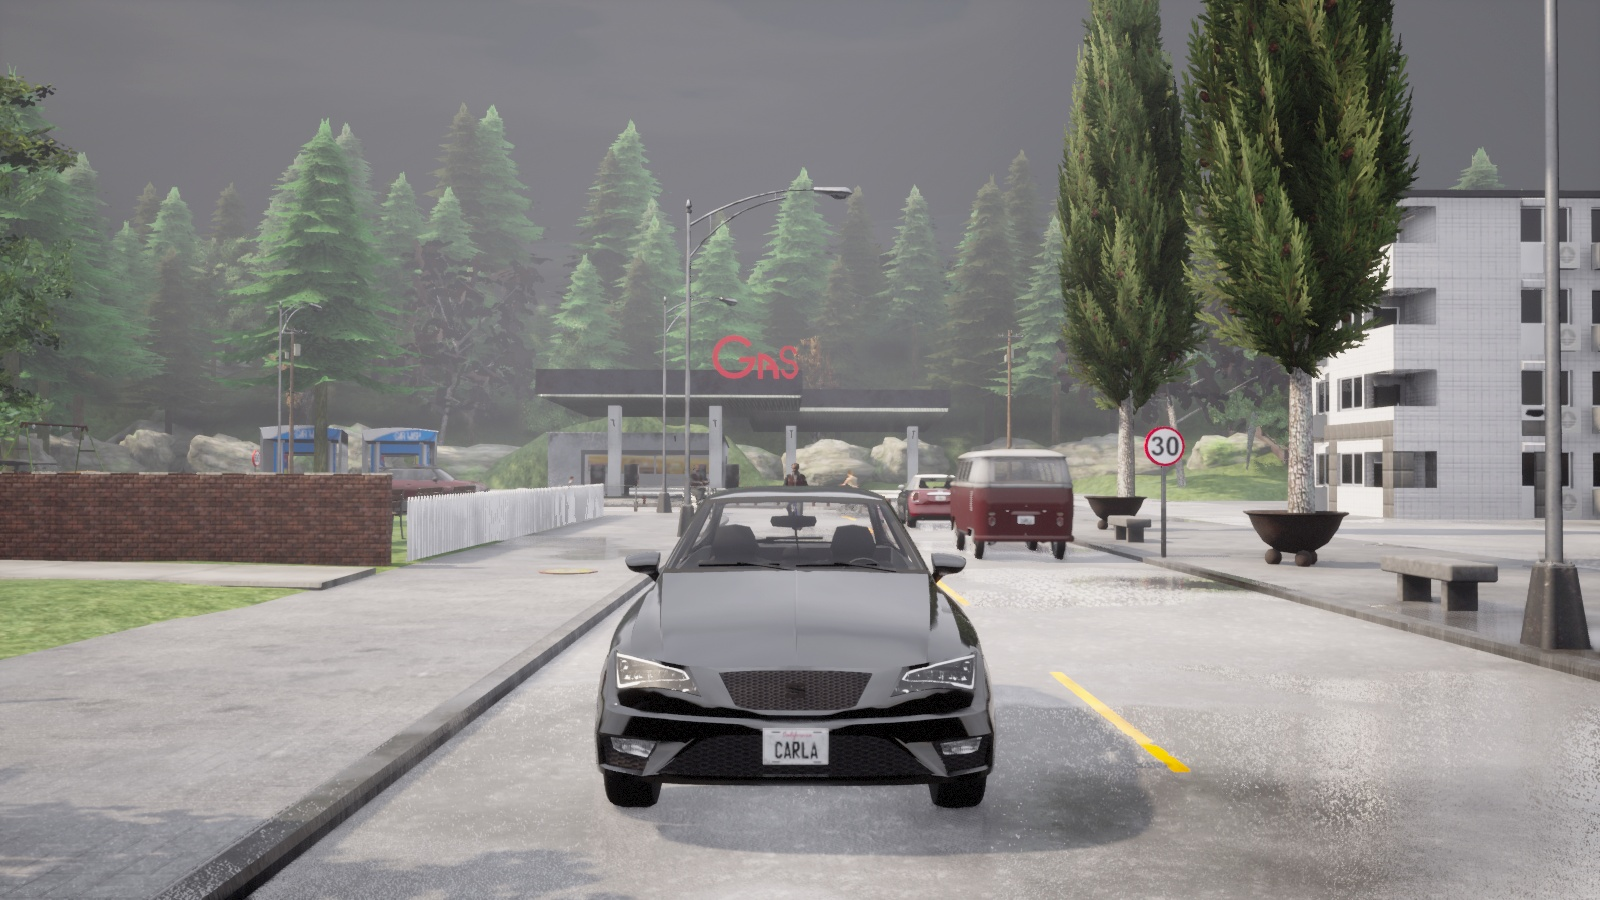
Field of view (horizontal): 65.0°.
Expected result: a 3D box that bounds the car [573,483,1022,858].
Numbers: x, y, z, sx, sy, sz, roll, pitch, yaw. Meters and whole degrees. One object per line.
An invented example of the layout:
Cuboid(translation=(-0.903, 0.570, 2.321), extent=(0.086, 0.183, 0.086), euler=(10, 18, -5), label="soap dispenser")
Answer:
Cuboid(translation=(-0.019, 0.949, 7.198), extent=(1.816, 1.474, 4.193), euler=(0, -1, 0), label="car")

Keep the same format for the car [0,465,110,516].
Cuboid(translation=(-28.389, 1.516, 47.215), extent=(3.866, 1.878, 1.905), euler=(0, -1, 0), label="car")

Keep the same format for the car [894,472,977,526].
Cuboid(translation=(3.876, 1.377, 36.559), extent=(1.970, 1.475, 3.806), euler=(0, -1, -1), label="car")

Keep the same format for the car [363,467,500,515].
Cuboid(translation=(-13.821, 1.521, 47.288), extent=(4.553, 1.767, 2.097), euler=(0, -1, 0), label="car")

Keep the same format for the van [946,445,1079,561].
Cuboid(translation=(3.931, 0.952, 23.934), extent=(1.775, 1.987, 4.442), euler=(0, -1, 0), label="van")
